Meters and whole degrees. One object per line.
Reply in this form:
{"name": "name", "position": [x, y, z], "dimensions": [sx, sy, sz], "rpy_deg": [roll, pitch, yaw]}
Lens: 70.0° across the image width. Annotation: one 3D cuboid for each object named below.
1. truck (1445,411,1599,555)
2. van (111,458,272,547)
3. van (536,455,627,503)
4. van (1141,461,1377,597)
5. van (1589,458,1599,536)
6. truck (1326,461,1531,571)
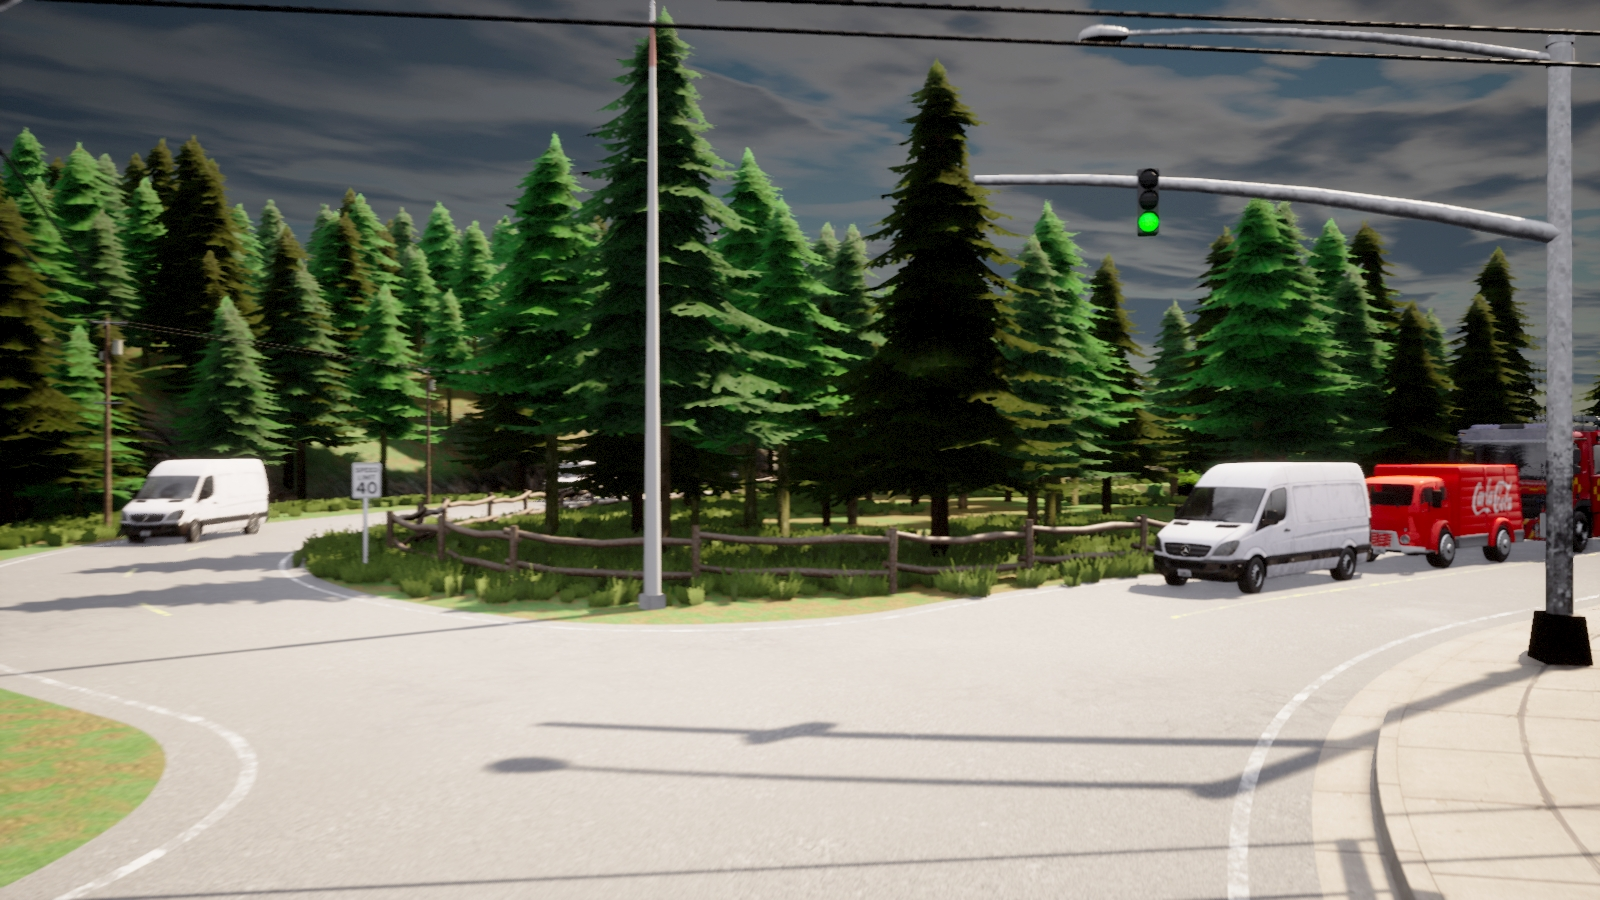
{"name": "truck", "position": [22.740, 0.896, 34.068], "dimensions": [8.468, 3.827, 2.891], "rpy_deg": [0, 0, -37]}
{"name": "van", "position": [-19.223, 1.557, 36.498], "dimensions": [1.988, 2.561, 5.915], "rpy_deg": [-1, 0, 0]}
{"name": "van", "position": [-12.338, 1.579, 65.011], "dimensions": [1.988, 2.561, 5.915], "rpy_deg": [0, 0, 25]}
{"name": "van", "position": [9.912, 1.529, 24.428], "dimensions": [5.915, 2.561, 1.988], "rpy_deg": [0, 0, -38]}
{"name": "van", "position": [29.053, 1.544, 38.733], "dimensions": [5.915, 2.561, 1.988], "rpy_deg": [0, 0, -37]}
{"name": "truck", "position": [16.055, 1.563, 29.096], "dimensions": [5.204, 2.467, 2.627], "rpy_deg": [0, 0, -37]}
